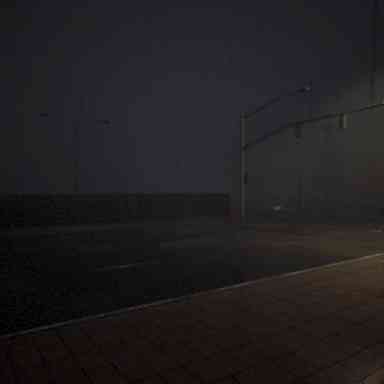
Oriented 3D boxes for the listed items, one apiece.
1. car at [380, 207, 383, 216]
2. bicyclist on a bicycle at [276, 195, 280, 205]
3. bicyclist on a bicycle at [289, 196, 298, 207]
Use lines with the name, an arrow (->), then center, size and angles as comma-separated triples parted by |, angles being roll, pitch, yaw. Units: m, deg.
car -> 18.224, 1.351, 27.687 | 2.097, 1.767, 4.553 | 0, 0, -27
bicyclist on a bicycle -> 14.112, 1.298, 54.466 | 0.582, 1.620, 1.656 | 0, 0, 22
bicyclist on a bicycle -> 15.071, 1.451, 49.550 | 1.656, 1.620, 0.582 | 0, 0, -22
